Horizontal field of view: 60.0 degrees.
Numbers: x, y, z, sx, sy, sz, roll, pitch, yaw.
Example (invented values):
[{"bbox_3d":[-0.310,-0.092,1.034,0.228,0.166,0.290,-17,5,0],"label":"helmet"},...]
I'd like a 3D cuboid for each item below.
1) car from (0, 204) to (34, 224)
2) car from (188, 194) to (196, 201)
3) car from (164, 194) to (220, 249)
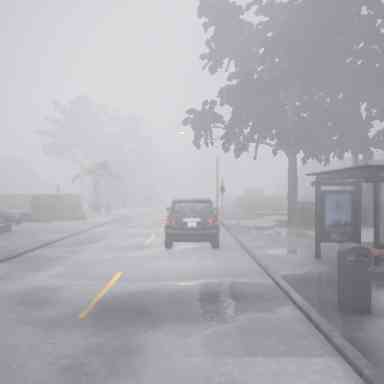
[{"bbox_3d":[-12.884,1.353,20.750,5.357,1.415,2.033,0,0,3],"label":"car"},{"bbox_3d":[0.000,1.361,83.712,1.882,1.535,5.008,0,0,0],"label":"car"},{"bbox_3d":[0.000,1.256,14.680,2.150,2.045,5.566,0,0,0],"label":"car"}]
